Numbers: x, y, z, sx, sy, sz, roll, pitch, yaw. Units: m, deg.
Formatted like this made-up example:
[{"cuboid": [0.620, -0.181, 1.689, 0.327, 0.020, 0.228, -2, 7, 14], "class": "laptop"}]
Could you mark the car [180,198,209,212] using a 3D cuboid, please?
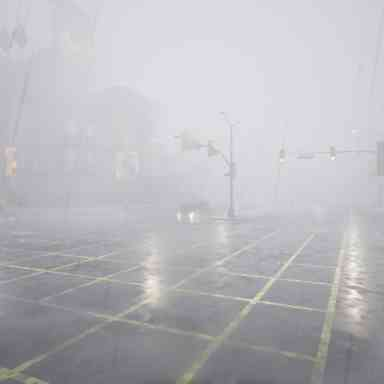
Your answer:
[{"cuboid": [0.388, 1.476, 39.554, 1.882, 1.535, 5.008, 0, 0, 27], "class": "car"}]
